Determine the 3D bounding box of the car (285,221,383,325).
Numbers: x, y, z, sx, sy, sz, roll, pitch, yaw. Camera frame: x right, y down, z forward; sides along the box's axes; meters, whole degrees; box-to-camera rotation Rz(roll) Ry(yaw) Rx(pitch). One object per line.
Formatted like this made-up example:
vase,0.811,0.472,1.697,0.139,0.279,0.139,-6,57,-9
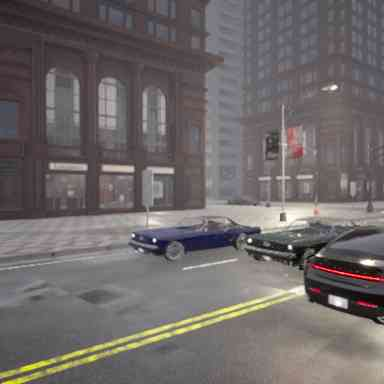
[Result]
car,4.168,1.407,6.410,4.892,1.490,1.837,0,0,-35

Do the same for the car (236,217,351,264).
car,3.865,1.480,10.423,4.718,1.301,1.895,-1,0,-35

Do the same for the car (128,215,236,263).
car,0.207,1.507,11.811,4.718,1.301,1.895,-1,0,-35

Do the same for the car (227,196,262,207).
car,7.152,1.309,46.130,2.033,1.411,5.357,0,0,-35
